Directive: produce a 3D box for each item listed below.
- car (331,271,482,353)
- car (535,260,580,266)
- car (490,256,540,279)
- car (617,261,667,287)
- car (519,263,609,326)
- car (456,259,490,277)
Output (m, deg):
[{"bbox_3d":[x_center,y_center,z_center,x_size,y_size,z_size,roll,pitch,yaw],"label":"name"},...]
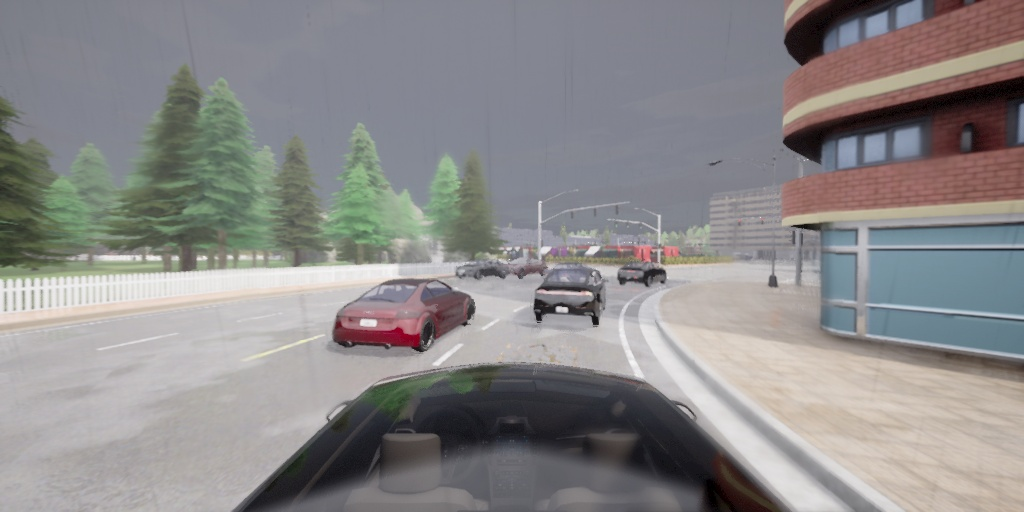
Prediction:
[{"bbox_3d":[-2.337,1.224,8.767,1.994,1.385,4.181,0,0,11],"label":"car"},{"bbox_3d":[3.924,1.101,23.025,2.033,1.411,5.357,1,1,35],"label":"car"},{"bbox_3d":[0.840,0.754,25.166,1.812,1.442,4.674,1,1,36],"label":"car"},{"bbox_3d":[8.325,1.074,22.780,2.128,1.511,4.902,1,1,39],"label":"car"},{"bbox_3d":[1.993,1.152,11.510,2.128,1.511,4.902,1,1,17],"label":"car"},{"bbox_3d":[-2.184,0.967,26.927,2.128,1.511,4.902,1,1,35],"label":"car"}]
